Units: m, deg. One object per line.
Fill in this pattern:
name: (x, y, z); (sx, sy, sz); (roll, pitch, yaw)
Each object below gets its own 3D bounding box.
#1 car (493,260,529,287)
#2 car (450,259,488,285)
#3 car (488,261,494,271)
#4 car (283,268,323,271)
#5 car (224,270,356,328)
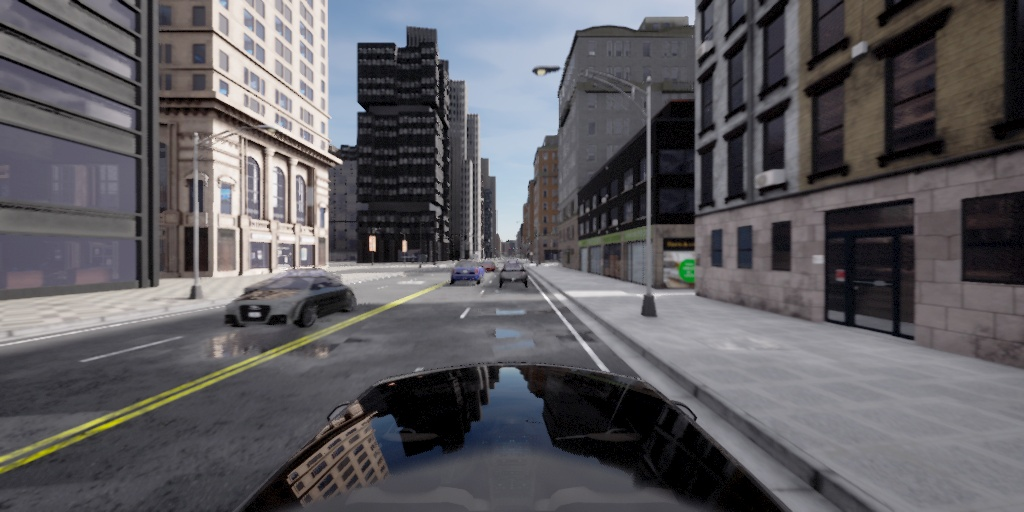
car: (0.091, 1.217, 24.109); (2.128, 1.511, 4.902); (0, 0, 0)
car: (-3.159, 1.073, 26.284); (2.097, 1.767, 4.553); (0, 0, 0)
car: (-3.167, 1.264, 46.603); (1.994, 1.385, 4.181); (0, 0, 0)
car: (-9.822, 1.282, 16.696); (2.033, 1.411, 5.357); (0, 0, 0)
car: (-6.592, 1.305, 11.177); (1.994, 1.385, 4.181); (0, 0, 0)
